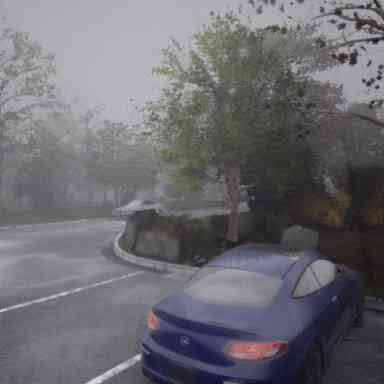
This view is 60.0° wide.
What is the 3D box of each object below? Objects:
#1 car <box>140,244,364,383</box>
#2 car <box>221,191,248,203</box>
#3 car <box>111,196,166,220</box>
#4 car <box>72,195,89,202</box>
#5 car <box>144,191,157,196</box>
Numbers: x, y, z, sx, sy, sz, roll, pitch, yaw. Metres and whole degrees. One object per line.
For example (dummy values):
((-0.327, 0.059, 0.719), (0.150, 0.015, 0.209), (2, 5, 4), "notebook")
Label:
((1.244, 1.509, 4.926), (2.002, 1.452, 4.674), (0, 0, 36), "car")
((5.013, 0.693, 37.565), (1.837, 1.490, 4.892), (-3, -1, 35), "car")
((-3.889, 1.265, 24.925), (1.812, 1.442, 4.674), (-3, -1, 35), "car")
((-25.952, 1.467, 77.861), (4.553, 1.767, 2.097), (-2, -1, 27), "car")
((-7.466, 0.833, 59.558), (2.150, 2.045, 5.566), (-2, 1, -3), "car")
